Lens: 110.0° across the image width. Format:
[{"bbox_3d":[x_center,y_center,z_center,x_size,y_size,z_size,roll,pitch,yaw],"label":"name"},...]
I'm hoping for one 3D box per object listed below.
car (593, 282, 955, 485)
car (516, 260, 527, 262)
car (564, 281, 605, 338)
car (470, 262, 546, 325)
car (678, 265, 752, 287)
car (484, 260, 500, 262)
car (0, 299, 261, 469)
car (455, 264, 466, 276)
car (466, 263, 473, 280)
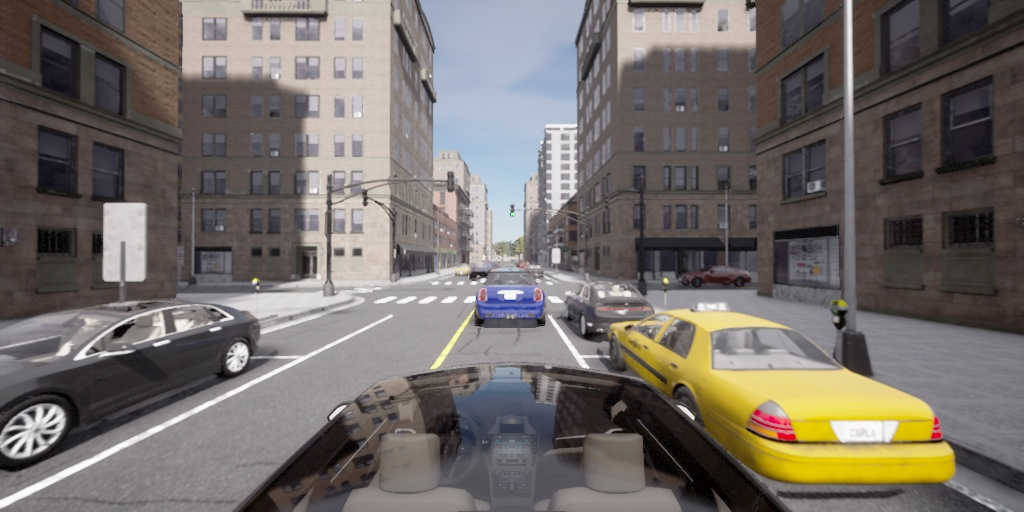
[{"bbox_3d":[2.627,1.301,5.000,1.751,1.417,4.829,0,0,0],"label":"car"},{"bbox_3d":[2.194,1.685,59.836,1.967,1.591,4.097,0,0,0],"label":"car"},{"bbox_3d":[2.581,1.373,10.236,2.007,1.370,4.403,0,0,0],"label":"car"},{"bbox_3d":[-0.042,1.192,12.306,2.097,1.767,4.553,0,-1,0],"label":"car"},{"bbox_3d":[14.043,1.384,24.969,4.674,1.442,1.812,0,0,1],"label":"car"},{"bbox_3d":[-3.248,1.773,55.407,1.994,1.385,4.181,0,0,0],"label":"car"},{"bbox_3d":[-5.406,1.328,4.767,2.007,1.370,4.403,0,0,0],"label":"car"},{"bbox_3d":[-5.697,1.629,42.558,1.751,1.417,4.829,0,0,0],"label":"car"},{"bbox_3d":[-3.117,1.644,35.659,1.895,1.301,4.718,0,0,0],"label":"car"}]
